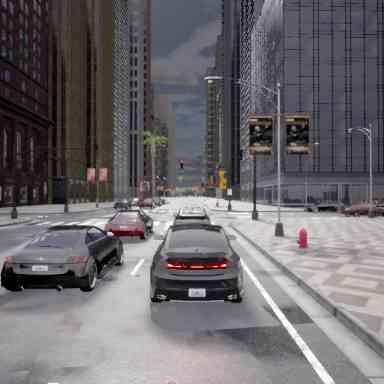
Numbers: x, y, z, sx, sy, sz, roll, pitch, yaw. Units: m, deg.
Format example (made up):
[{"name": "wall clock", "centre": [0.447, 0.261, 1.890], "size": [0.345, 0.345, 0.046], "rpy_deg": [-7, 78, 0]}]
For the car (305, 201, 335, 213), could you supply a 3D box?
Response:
[{"name": "car", "centre": [15.126, 1.663, 37.791], "size": [4.313, 1.339, 1.947], "rpy_deg": [0, 0, -1]}]

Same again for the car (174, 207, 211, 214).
[{"name": "car", "centre": [0.022, 1.530, 17.543], "size": [2.128, 1.511, 4.902], "rpy_deg": [0, 0, 0]}]

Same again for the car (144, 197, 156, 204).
[{"name": "car", "centre": [-9.875, 1.991, 78.358], "size": [2.033, 1.411, 5.357], "rpy_deg": [0, 0, 0]}]

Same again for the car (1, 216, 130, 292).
[{"name": "car", "centre": [-3.170, 1.576, 8.997], "size": [1.994, 1.385, 4.181], "rpy_deg": [0, 0, 1]}]

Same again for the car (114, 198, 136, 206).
[{"name": "car", "centre": [-9.926, 1.768, 48.324], "size": [2.033, 1.411, 5.357], "rpy_deg": [0, 0, 0]}]

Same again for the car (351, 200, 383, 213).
[{"name": "car", "centre": [20.765, 1.644, 37.888], "size": [4.313, 1.339, 1.947], "rpy_deg": [0, 0, -1]}]

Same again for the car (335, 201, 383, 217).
[{"name": "car", "centre": [15.270, 1.577, 29.267], "size": [4.206, 1.307, 1.802], "rpy_deg": [0, 0, -1]}]

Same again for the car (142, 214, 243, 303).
[{"name": "car", "centre": [0.088, 1.515, 8.222], "size": [1.837, 1.490, 4.892], "rpy_deg": [0, 0, 0]}]

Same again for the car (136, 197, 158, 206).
[{"name": "car", "centre": [-6.675, 1.710, 50.053], "size": [1.882, 1.535, 5.008], "rpy_deg": [0, 0, 0]}]

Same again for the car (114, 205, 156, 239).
[{"name": "car", "centre": [-3.177, 1.602, 17.396], "size": [1.994, 1.385, 4.181], "rpy_deg": [0, 0, 0]}]

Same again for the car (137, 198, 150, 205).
[{"name": "car", "centre": [-9.862, 1.927, 67.764], "size": [1.994, 1.385, 4.181], "rpy_deg": [0, 0, 1]}]

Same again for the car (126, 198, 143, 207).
[{"name": "car", "centre": [-9.924, 1.779, 57.878], "size": [2.128, 1.511, 4.902], "rpy_deg": [0, 0, 0]}]

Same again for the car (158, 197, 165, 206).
[{"name": "car", "centre": [-6.665, 1.655, 60.091], "size": [2.097, 1.767, 4.553], "rpy_deg": [0, 0, 0]}]
